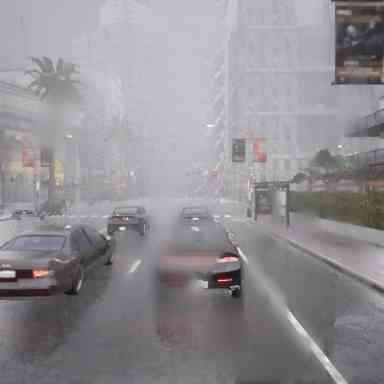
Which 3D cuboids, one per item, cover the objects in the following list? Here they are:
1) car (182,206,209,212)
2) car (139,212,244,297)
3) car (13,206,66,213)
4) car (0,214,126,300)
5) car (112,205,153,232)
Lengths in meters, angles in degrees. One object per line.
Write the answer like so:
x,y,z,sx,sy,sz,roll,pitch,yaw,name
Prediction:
0.174,1.505,17.962,1.837,1.490,4.892,0,0,0,car
0.145,1.492,8.544,2.128,1.511,4.902,0,0,0,car
-10.405,1.155,23.178,2.033,1.411,5.357,0,0,0,car
-3.362,1.547,8.596,2.033,1.411,5.357,0,0,0,car
-3.323,1.505,18.340,1.837,1.490,4.892,0,0,0,car
